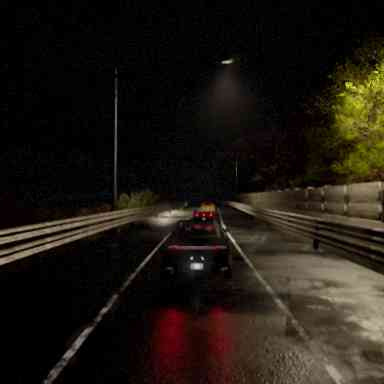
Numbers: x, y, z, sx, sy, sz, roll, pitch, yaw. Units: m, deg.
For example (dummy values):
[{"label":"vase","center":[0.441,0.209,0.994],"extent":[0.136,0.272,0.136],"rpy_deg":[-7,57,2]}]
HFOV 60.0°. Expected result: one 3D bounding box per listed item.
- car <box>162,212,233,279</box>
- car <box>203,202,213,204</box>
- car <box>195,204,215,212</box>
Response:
[{"label":"car","center":[0.174,1.600,10.397],"extent":[2.128,1.511,4.902],"rpy_deg":[0,-1,1]},{"label":"car","center":[2.340,2.252,48.154],"extent":[1.882,1.535,5.008],"rpy_deg":[0,-1,4]},{"label":"car","center":[1.175,2.071,30.894],"extent":[1.895,1.301,4.718],"rpy_deg":[0,-1,4]}]
